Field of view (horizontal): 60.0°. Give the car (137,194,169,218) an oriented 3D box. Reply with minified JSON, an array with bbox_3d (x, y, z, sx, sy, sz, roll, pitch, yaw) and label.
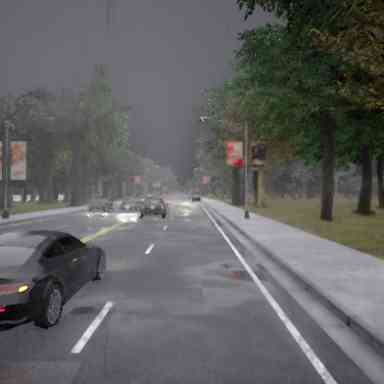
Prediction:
[{"bbox_3d":[-3.155,1.262,28.718,2.097,1.767,4.553,0,0,0],"label":"car"}]

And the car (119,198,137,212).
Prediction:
[{"bbox_3d":[-6.597,1.389,36.322,2.128,1.511,4.902,0,0,0],"label":"car"}]

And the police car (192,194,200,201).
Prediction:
[{"bbox_3d":[0.895,1.341,82.945,1.930,1.638,5.238,0,0,0],"label":"police car"}]

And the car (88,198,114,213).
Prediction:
[{"bbox_3d":[-9.847,1.403,36.317,1.837,1.490,4.892,0,0,0],"label":"car"}]

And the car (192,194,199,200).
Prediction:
[{"bbox_3d":[0.860,1.409,88.843,1.882,1.535,5.008,0,0,0],"label":"car"}]

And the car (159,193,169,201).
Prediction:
[{"bbox_3d":[-6.555,1.049,77.733,2.097,1.767,4.553,0,0,0],"label":"car"}]

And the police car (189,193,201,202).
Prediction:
[{"bbox_3d":[0.939,1.321,72.933,1.930,1.638,5.238,0,0,0],"label":"police car"}]

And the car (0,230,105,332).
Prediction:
[{"bbox_3d":[-3.153,1.498,6.751,1.812,1.442,4.674,0,0,0],"label":"car"}]
